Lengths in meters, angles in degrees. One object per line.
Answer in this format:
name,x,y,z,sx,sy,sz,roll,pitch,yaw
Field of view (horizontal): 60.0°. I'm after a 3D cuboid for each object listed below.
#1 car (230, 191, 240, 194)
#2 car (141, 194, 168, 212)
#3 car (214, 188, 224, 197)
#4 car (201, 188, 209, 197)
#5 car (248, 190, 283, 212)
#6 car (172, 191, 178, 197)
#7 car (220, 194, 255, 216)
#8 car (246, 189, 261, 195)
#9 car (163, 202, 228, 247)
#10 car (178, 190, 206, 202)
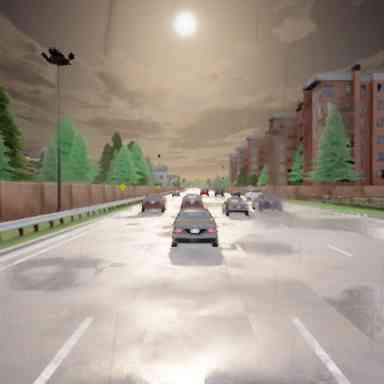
car,10.179,0.430,78.299,1.837,1.490,4.892,0,1,0
car,-3.481,0.920,31.565,2.097,1.767,4.553,0,1,0
car,6.660,0.110,81.649,2.150,2.045,5.566,0,1,0
car,3.148,0.081,83.862,2.150,2.045,5.566,0,1,0
car,7.016,0.920,31.451,2.097,1.767,4.553,0,1,0
car,-3.833,0.428,80.484,2.128,1.511,4.902,0,1,0
car,3.517,1.169,27.587,2.033,1.411,5.357,0,1,0
car,10.383,0.458,56.014,2.150,2.045,5.566,0,1,0
car,0.105,1.355,13.985,2.033,1.411,5.357,0,1,0
car,0.013,0.912,32.117,2.097,1.767,4.553,0,1,0
